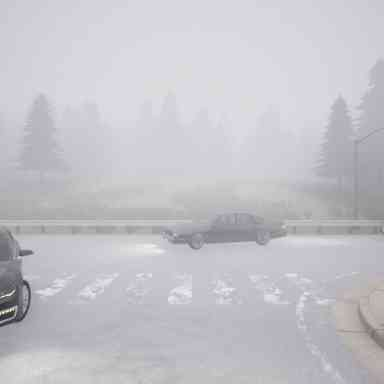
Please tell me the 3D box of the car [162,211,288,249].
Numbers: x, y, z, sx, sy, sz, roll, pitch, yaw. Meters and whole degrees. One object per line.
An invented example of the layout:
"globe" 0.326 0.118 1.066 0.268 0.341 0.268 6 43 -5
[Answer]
"car" 1.461 1.547 14.349 5.357 1.411 2.033 0 0 -20

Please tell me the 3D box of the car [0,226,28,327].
"car" -4.456 1.505 6.710 1.837 1.490 4.892 0 0 -28

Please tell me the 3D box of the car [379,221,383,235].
"car" 11.240 1.491 15.226 4.902 1.511 2.128 0 0 0
